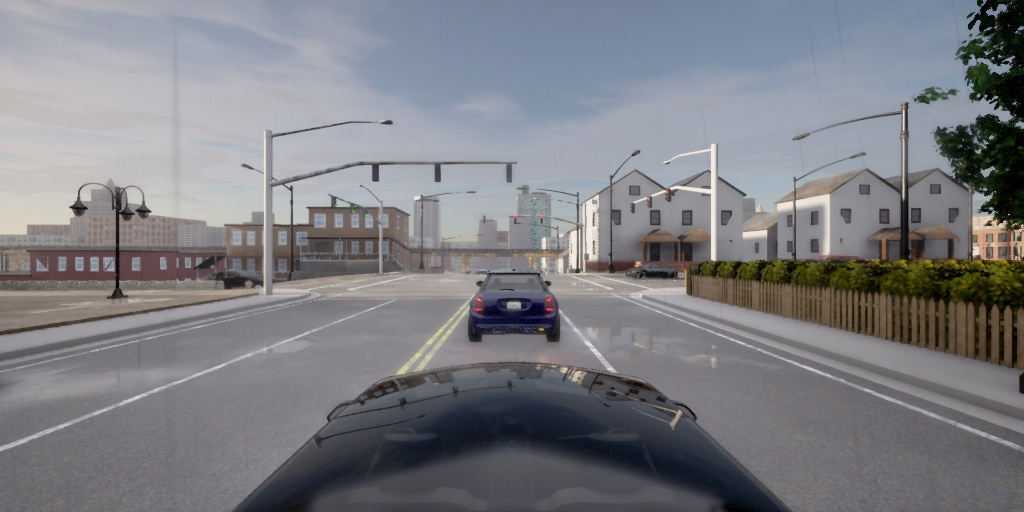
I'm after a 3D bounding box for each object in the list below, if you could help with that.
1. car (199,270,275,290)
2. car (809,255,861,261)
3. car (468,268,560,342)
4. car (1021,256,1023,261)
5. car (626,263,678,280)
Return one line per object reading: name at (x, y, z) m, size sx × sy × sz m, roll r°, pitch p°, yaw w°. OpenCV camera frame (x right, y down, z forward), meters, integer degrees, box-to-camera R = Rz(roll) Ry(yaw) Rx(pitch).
car at (-20.506, 1.792, 26.775) m, size 4.892 × 1.490 × 1.837 m, roll -5°, pitch 0°, yaw -1°
car at (27.390, 0.974, 31.247) m, size 5.566 × 2.045 × 2.150 m, roll 0°, pitch 0°, yaw -1°
car at (0.056, 1.103, 9.966) m, size 2.097 × 1.767 × 4.553 m, roll 0°, pitch 0°, yaw 0°
car at (42.787, 0.974, 27.793) m, size 5.566 × 2.045 × 2.150 m, roll 0°, pitch 0°, yaw -1°
car at (12.059, 1.316, 30.998) m, size 4.181 × 1.385 × 1.994 m, roll 0°, pitch 0°, yaw -1°
